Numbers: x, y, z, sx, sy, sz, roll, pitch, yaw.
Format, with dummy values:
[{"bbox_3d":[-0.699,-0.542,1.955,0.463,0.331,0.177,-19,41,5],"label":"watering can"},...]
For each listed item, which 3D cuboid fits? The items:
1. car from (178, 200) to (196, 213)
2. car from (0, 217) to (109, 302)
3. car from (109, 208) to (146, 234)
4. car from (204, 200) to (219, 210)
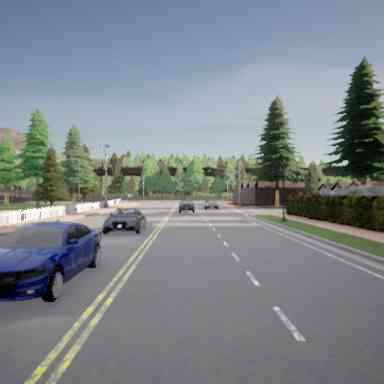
[{"bbox_3d":[-0.644,1.724,40.625,1.812,1.442,4.674,0,0,-1],"label":"car"},{"bbox_3d":[-3.766,1.520,8.586,1.882,1.535,5.008,0,-1,-1],"label":"car"},{"bbox_3d":[-3.906,1.661,19.813,1.994,1.385,4.181,0,0,-1],"label":"car"},{"bbox_3d":[2.716,1.832,47.495,1.895,1.301,4.718,0,0,-1],"label":"car"}]
